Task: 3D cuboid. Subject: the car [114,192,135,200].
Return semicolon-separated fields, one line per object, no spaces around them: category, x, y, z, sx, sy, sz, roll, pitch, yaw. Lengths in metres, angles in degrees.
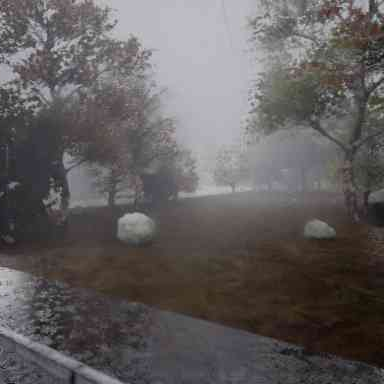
car;-12.391;0.726;63.540;1.895;1.301;4.718;0;3;39

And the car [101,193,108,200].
car;-15.500;0.683;65.245;2.128;1.511;4.902;0;3;39
